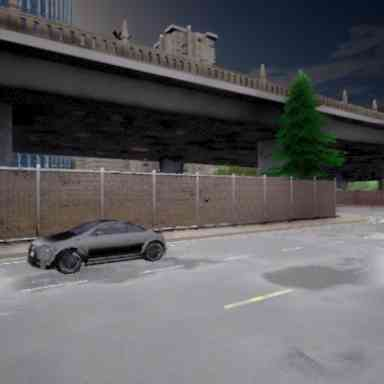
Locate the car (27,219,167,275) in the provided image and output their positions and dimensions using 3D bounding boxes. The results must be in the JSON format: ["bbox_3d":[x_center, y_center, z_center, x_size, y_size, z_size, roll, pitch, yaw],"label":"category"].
[{"bbox_3d":[-2.874,1.565,10.543,4.181,1.385,1.994,0,0,-36],"label":"car"}]
